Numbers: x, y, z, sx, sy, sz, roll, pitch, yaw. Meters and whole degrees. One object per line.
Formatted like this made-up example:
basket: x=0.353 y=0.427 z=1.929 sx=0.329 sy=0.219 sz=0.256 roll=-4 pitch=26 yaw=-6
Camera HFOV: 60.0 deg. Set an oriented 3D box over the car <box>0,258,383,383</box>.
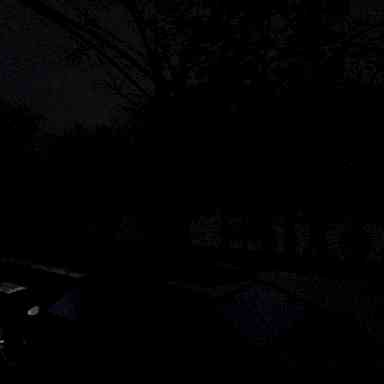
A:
car: x=-0.451 y=1.572 z=4.009 sx=5.357 sy=1.411 sz=2.033 roll=-1 pitch=0 yaw=35
